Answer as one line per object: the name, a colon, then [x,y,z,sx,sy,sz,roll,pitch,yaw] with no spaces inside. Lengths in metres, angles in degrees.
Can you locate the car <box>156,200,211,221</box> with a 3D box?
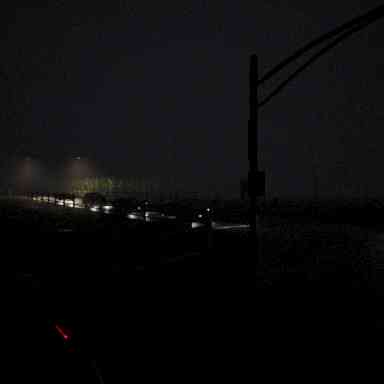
car: [-0.706,1.242,23.914,1.895,1.301,4.718,0,1,-35]

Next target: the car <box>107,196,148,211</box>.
car: [-5.957,1.077,31.410,1.895,1.301,4.718,0,1,-35]

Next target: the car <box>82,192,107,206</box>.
car: [-11.607,0.803,39.488,1.837,1.490,4.892,0,1,-35]

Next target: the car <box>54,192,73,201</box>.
car: [-19.623,0.650,51.054,1.895,1.301,4.718,0,1,-35]

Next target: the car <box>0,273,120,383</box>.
car: [-2.420,1.352,1.198,4.553,1.767,2.097,0,0,-35]
